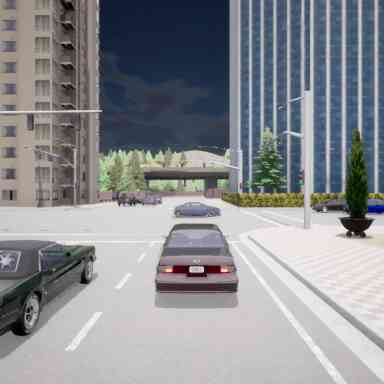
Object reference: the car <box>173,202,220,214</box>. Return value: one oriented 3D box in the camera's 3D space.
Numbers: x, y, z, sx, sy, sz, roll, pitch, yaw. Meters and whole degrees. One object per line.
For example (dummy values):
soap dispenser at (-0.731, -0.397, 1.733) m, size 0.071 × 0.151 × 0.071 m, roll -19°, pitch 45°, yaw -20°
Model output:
car at (0.422, 1.564, 29.200) m, size 4.181 × 1.385 × 1.994 m, roll 0°, pitch 0°, yaw 0°

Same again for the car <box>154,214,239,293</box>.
car at (0.097, 1.547, 8.962) m, size 2.033 × 1.411 × 5.357 m, roll 0°, pitch 0°, yaw 0°

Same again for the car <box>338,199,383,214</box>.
car at (17.632, 1.477, 33.032) m, size 5.008 × 1.535 × 1.882 m, roll 0°, pitch 0°, yaw 0°

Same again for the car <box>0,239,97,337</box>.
car at (-3.422, 1.601, 6.626) m, size 1.895 × 1.301 × 4.718 m, roll 0°, pitch 0°, yaw 1°

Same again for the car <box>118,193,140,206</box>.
car at (-10.460, 1.221, 53.882) m, size 2.150 × 2.045 × 5.566 m, roll 0°, pitch 0°, yaw 0°

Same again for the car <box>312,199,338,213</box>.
car at (15.682, 1.505, 36.517) m, size 4.892 × 1.490 × 1.837 m, roll 0°, pitch 0°, yaw 0°

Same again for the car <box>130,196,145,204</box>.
car at (-10.387, 1.547, 64.121) m, size 2.033 × 1.411 × 5.357 m, roll 0°, pitch 0°, yaw 1°

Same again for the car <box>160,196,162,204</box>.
car at (-6.892, 1.352, 63.736) m, size 2.097 × 1.767 × 4.553 m, roll 0°, pitch 0°, yaw 1°

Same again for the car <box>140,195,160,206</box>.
car at (-6.953, 1.352, 54.847) m, size 2.097 × 1.767 × 4.553 m, roll 0°, pitch 0°, yaw 0°
